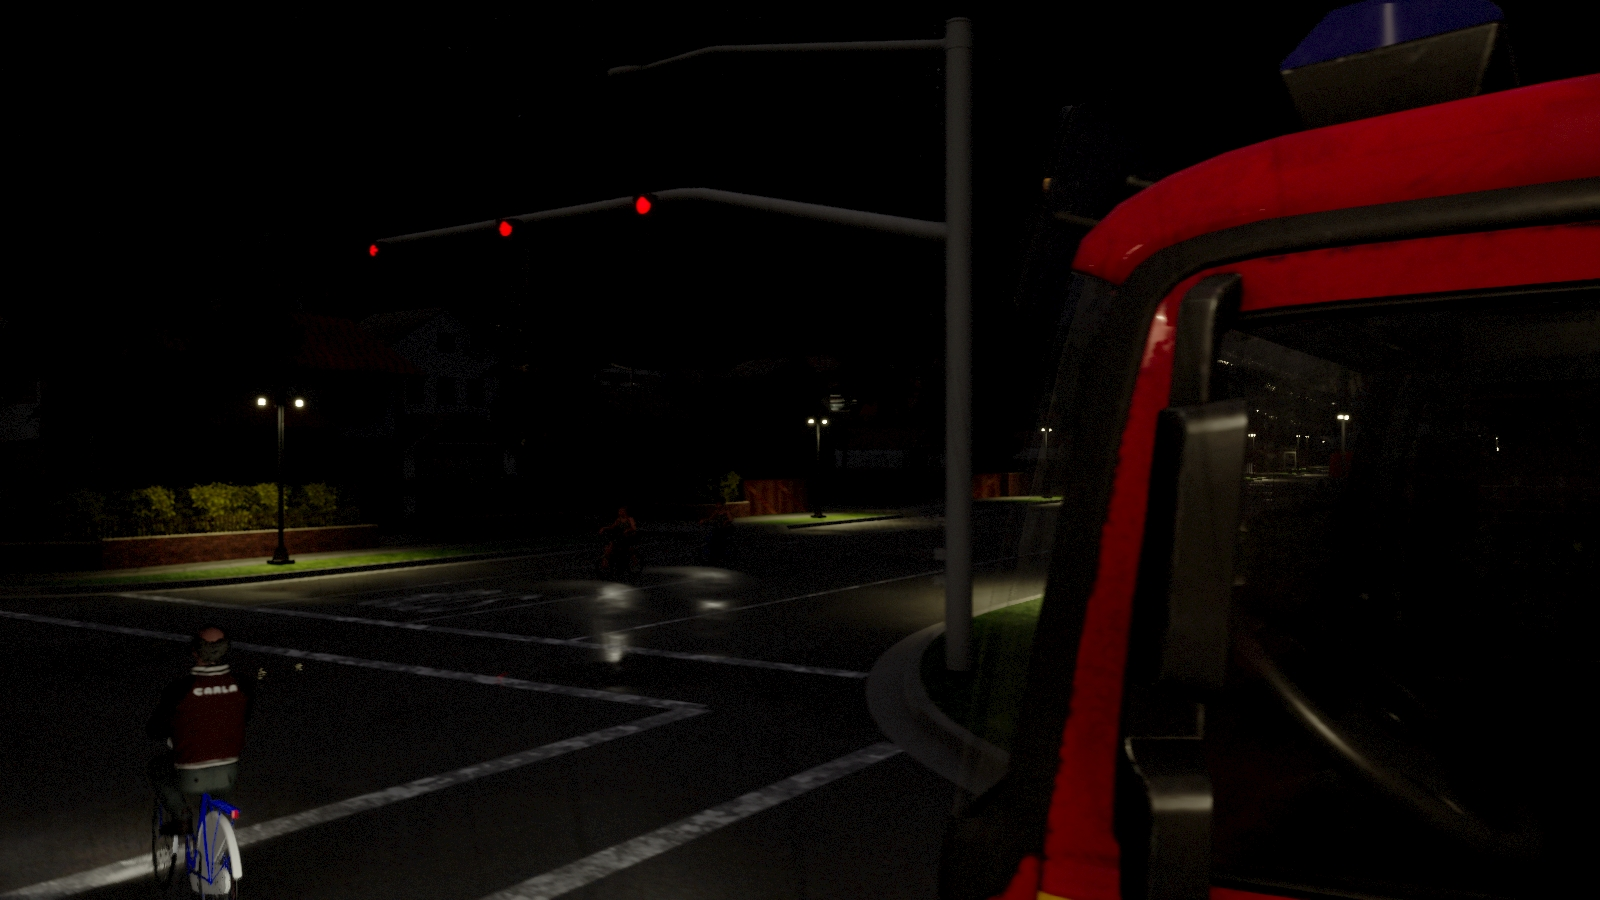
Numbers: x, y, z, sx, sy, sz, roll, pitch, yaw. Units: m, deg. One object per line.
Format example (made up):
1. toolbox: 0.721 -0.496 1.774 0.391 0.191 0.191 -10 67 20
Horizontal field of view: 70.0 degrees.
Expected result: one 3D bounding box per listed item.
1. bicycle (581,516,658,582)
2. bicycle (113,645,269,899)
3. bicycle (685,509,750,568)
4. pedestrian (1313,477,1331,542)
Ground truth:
1. bicycle: -3.947 2.148 25.055 0.859 1.301 1.487 0 0 35
2. bicycle: -3.692 2.049 6.856 0.329 1.496 1.835 2 -2 -42
3. bicycle: -2.012 2.148 28.027 0.859 1.301 1.487 0 0 34
4. pedestrian: 15.025 1.702 32.900 0.375 1.860 0.375 0 0 43
